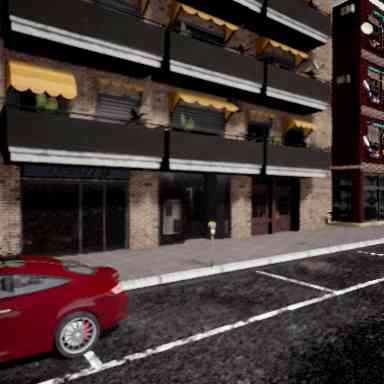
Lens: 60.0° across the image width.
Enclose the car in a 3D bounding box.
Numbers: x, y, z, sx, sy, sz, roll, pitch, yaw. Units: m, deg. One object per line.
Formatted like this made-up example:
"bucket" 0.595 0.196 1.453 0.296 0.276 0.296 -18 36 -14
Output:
"car" -2.935 1.583 4.465 4.206 1.307 1.802 0 0 -36
